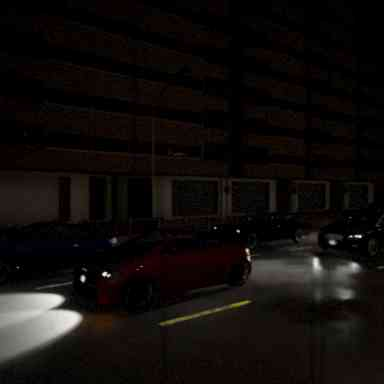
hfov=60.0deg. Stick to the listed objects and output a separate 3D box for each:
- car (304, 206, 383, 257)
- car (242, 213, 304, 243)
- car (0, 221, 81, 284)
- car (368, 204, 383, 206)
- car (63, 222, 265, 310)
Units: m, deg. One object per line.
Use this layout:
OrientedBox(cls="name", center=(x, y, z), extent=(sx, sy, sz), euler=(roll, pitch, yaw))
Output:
OrientedBox(cls="car", center=(6.927, 1.494, 13.008), extent=(4.902, 1.511, 2.128), euler=(0, 0, -34))
OrientedBox(cls="car", center=(3.142, 1.601, 14.662), extent=(4.718, 1.301, 1.895), euler=(0, 0, -34))
OrientedBox(cls="car", center=(-4.252, 1.560, 9.511), extent=(4.181, 1.385, 1.994), euler=(0, 0, -35))
OrientedBox(cls="car", center=(11.496, 1.497, 20.335), extent=(4.902, 1.511, 2.128), euler=(0, 0, -34))
OrientedBox(cls="car", center=(-0.555, 1.563, 7.836), extent=(4.181, 1.385, 1.994), euler=(0, 0, -35))
